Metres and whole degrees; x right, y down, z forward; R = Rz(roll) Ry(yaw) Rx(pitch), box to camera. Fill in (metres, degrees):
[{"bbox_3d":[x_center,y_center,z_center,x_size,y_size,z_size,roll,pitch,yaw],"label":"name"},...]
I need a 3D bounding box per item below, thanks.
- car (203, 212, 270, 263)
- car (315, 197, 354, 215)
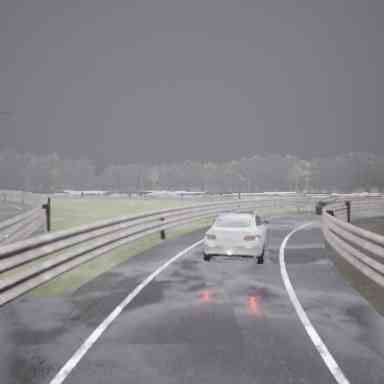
[{"bbox_3d":[1.620,1.391,11.386,1.812,1.442,4.674,0,0,15],"label":"car"},{"bbox_3d":[12.813,1.251,29.789,4.892,1.490,1.837,0,0,-43],"label":"car"}]
